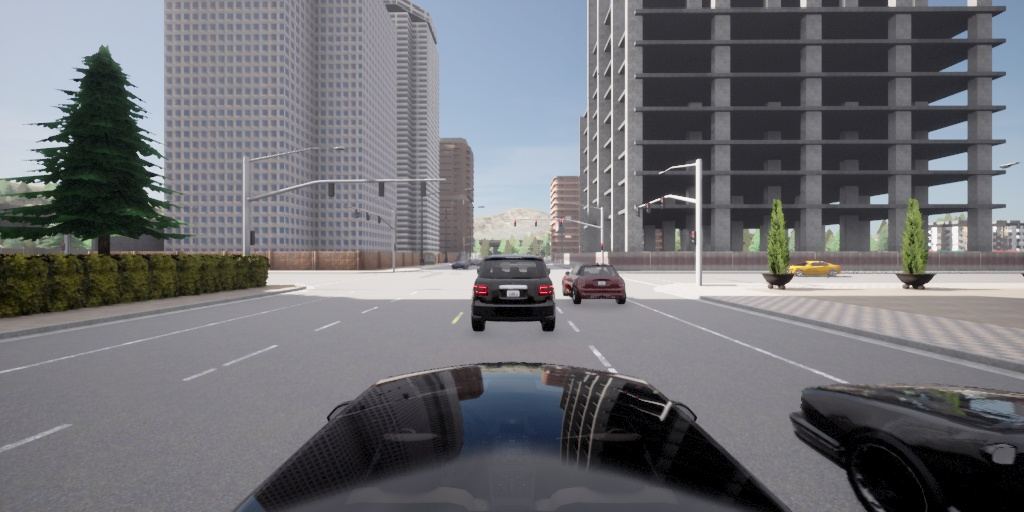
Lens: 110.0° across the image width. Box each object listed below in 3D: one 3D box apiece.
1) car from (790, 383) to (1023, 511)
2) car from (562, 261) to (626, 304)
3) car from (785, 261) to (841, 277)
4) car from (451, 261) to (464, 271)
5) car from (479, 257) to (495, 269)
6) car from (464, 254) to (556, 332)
[{"bbox_3d":[3.601,1.297,0.947,2.033,1.411,5.357,0,0,0],"label":"car"},{"bbox_3d":[3.564,1.102,16.346,2.097,1.767,4.553,0,0,0],"label":"car"},{"bbox_3d":[28.392,1.227,34.250,5.008,1.535,1.882,0,0,0],"label":"car"},{"bbox_3d":[-7.290,1.351,50.356,1.895,1.301,4.718,0,0,1],"label":"car"},{"bbox_3d":[-3.734,1.102,55.095,2.097,1.767,4.553,0,0,1],"label":"car"},{"bbox_3d":[0.049,0.971,11.055,2.150,2.045,5.566,0,0,0],"label":"car"}]
